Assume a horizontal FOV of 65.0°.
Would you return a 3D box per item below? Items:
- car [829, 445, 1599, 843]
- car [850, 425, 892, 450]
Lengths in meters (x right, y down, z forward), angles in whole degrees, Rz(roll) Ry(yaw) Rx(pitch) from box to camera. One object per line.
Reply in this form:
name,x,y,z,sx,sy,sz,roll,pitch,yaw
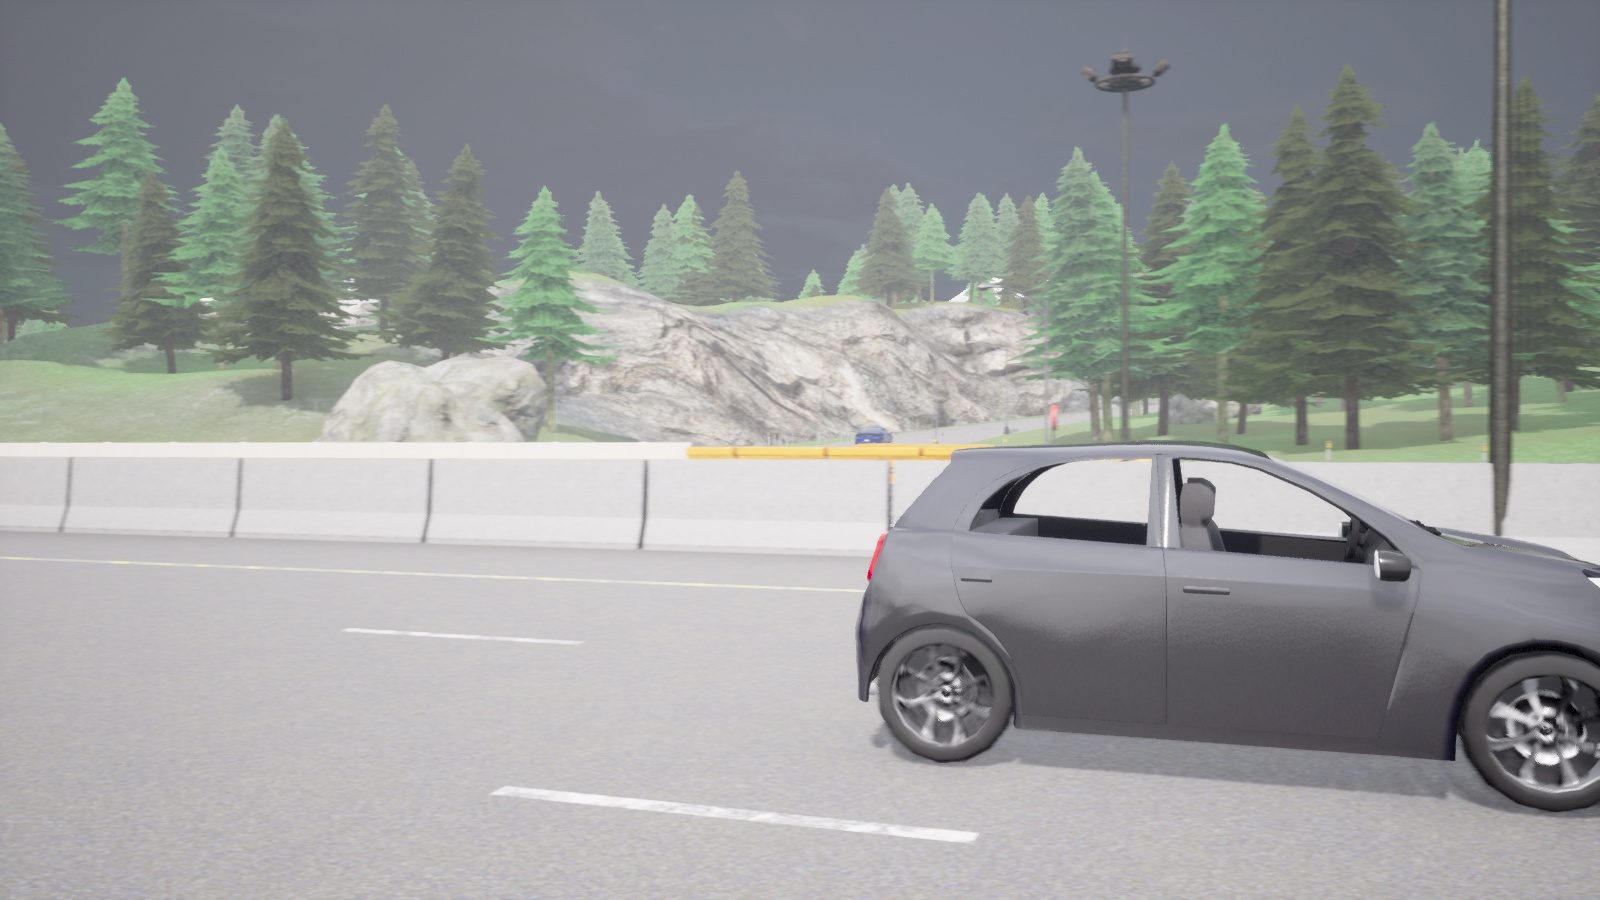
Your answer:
car,2.153,0.750,6.161,3.633,1.501,1.845,1,1,19
car,4.946,-0.872,86.676,1.882,1.535,5.008,0,3,16
